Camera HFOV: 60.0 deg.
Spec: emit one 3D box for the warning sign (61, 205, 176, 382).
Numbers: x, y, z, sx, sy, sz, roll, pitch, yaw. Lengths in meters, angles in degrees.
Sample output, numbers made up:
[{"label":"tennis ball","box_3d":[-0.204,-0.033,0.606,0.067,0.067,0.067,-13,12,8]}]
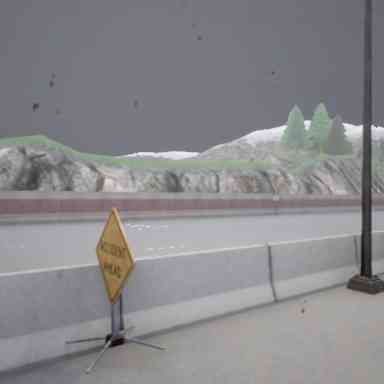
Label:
[{"label":"warning sign","box_3d":[-1.016,1.133,4.437,1.060,1.860,1.300,1,0,-36]}]
